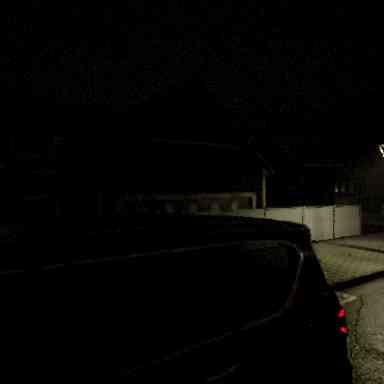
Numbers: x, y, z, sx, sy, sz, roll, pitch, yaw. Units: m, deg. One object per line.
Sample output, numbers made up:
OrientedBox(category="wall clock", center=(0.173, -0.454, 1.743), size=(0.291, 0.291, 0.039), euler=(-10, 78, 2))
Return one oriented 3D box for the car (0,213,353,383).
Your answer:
OrientedBox(category="car", center=(-1.261, 1.222, 2.049), size=(5.566, 2.045, 2.150), euler=(0, 0, -36))
